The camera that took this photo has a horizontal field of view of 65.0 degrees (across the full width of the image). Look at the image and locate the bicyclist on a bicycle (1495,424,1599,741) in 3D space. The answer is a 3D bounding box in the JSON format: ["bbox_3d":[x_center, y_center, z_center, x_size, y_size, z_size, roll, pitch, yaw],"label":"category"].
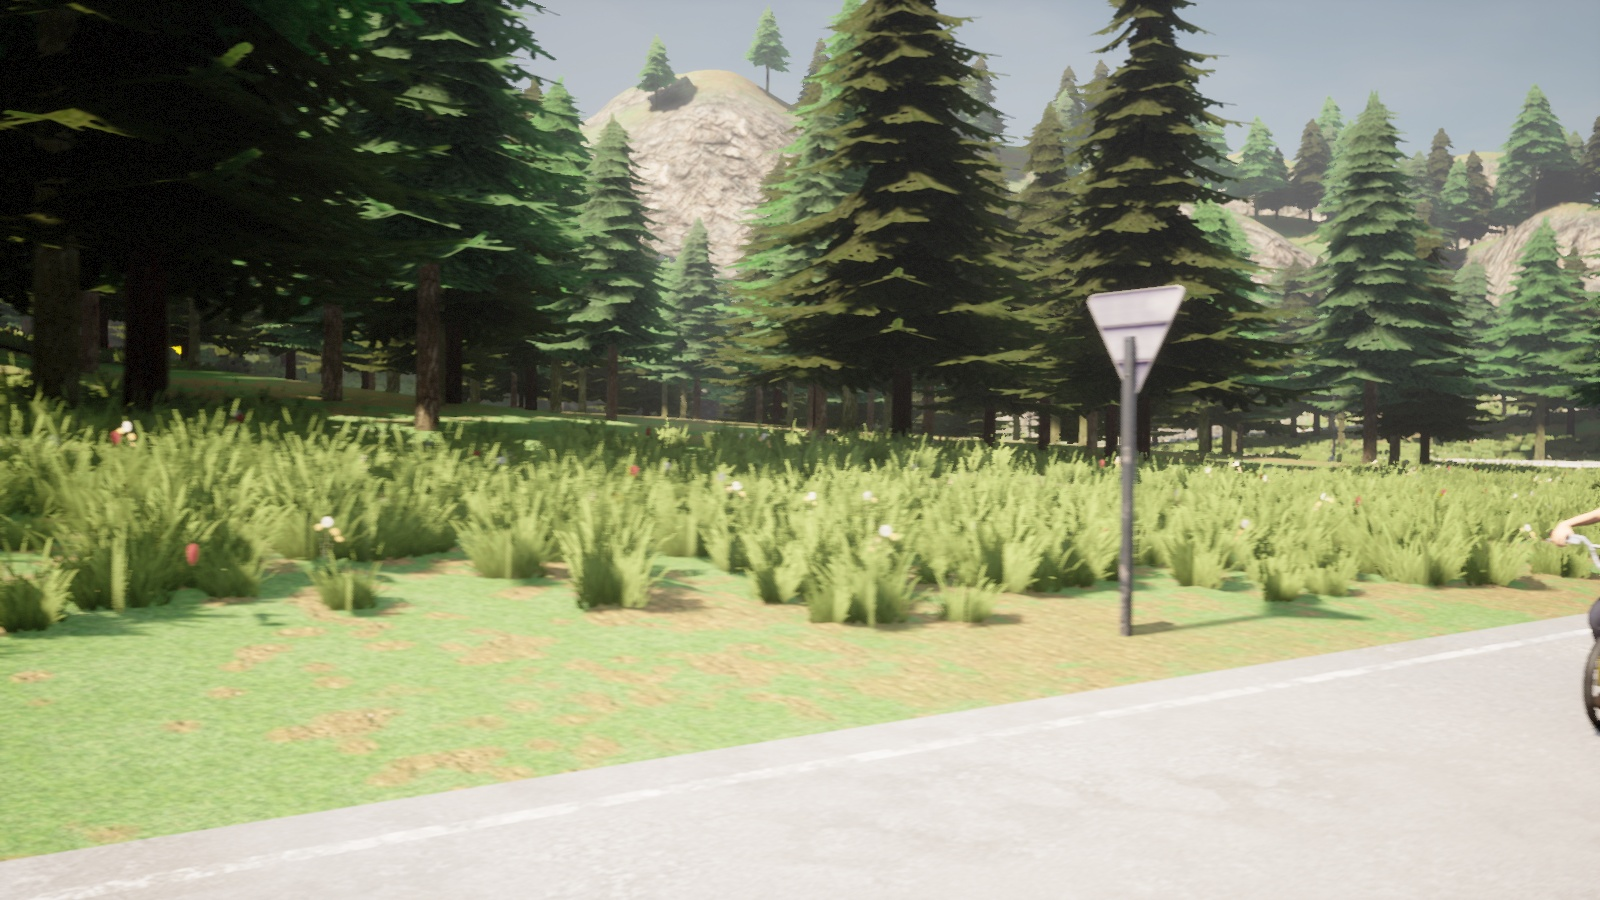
[{"bbox_3d":[4.646,0.673,6.888,1.509,1.612,0.866,0,1,-35],"label":"bicyclist on a bicycle"}]
